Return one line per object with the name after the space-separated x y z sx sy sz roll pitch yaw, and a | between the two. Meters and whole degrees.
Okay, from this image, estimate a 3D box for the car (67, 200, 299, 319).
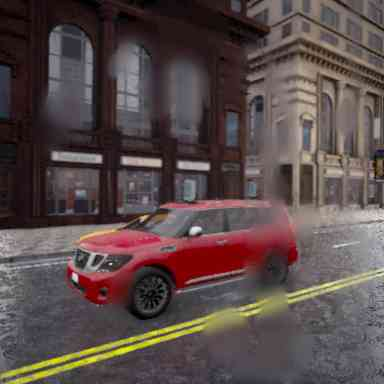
0.108 1.223 7.731 5.566 2.045 2.150 0 0 -35 | car

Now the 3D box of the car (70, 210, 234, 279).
-1.132 1.479 10.835 5.008 1.535 1.882 0 0 -35 | car
